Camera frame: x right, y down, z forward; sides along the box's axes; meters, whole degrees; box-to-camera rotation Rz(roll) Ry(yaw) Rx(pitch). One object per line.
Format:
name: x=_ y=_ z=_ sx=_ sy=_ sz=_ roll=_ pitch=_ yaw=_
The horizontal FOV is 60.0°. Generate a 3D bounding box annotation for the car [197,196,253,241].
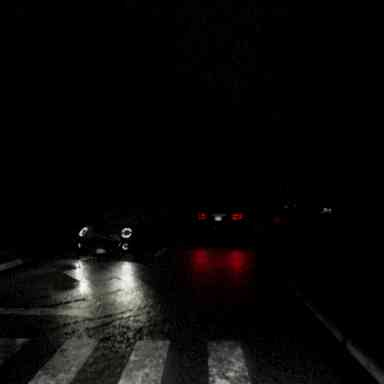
car: x=1.811 y=1.239 z=16.934 sx=2.150 sy=2.045 sz=5.566 roll=-1 pitch=0 yaw=15

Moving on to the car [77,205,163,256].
car: x=-2.651 y=1.373 z=13.196 sx=2.097 sy=1.767 sz=4.553 roll=0 pitch=0 yaw=10

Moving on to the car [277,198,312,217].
car: x=9.959 y=1.381 z=32.166 sx=2.097 sy=1.767 sz=4.553 roll=-1 pitch=0 yaw=38

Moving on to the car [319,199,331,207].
car: x=20.449 y=1.715 z=50.813 sx=1.895 sy=1.301 sz=4.718 roll=0 pitch=0 yaw=18
